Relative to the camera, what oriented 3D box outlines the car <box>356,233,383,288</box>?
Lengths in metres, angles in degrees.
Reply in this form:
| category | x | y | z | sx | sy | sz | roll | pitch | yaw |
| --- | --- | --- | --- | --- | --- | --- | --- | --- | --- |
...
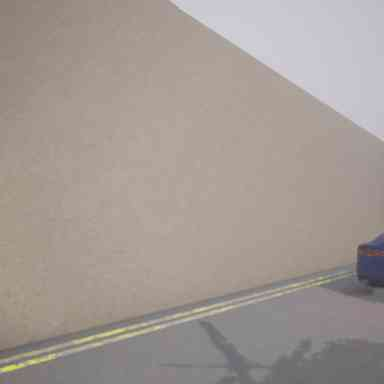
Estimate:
| category | x | y | z | sx | sy | sz | roll | pitch | yaw |
| --- | --- | --- | --- | --- | --- | --- | --- | --- | --- |
| car | 5.950 | 1.447 | 7.990 | 5.008 | 1.535 | 1.882 | -1 | 0 | -35 |
